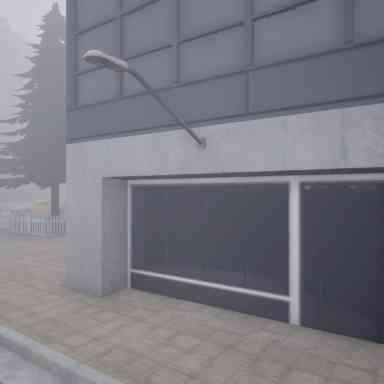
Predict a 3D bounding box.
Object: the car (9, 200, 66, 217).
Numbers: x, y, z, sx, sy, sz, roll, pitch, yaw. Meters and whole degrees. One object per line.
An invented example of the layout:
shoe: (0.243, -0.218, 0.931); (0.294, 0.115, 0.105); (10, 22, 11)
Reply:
car: (-13.847, 1.493, 30.159); (1.882, 1.535, 5.008); (0, 0, 34)
